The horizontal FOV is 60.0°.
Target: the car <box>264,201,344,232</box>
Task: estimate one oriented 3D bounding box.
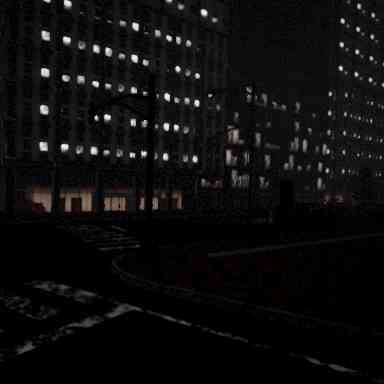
[{"bbox_3d":[7.605,1.593,22.410,5.009,1.841,2.192,1,2,-34],"label":"car"}]

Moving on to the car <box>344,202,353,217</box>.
[{"bbox_3d":[13.561,1.813,33.062,4.718,1.301,1.895,1,2,-34],"label":"car"}]

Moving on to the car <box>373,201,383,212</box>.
[{"bbox_3d":[26.529,1.900,44.937,4.206,1.307,1.802,1,2,-34],"label":"car"}]

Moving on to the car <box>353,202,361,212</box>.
[{"bbox_3d":[17.038,1.718,38.430,4.829,1.417,1.752,1,2,-34],"label":"car"}]

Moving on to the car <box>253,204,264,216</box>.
[{"bbox_3d":[7.825,1.623,32.119,4.403,1.369,2.008,1,2,-34],"label":"car"}]

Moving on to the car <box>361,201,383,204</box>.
[{"bbox_3d":[21.853,1.822,41.732,4.313,1.339,1.947,1,2,-34],"label":"car"}]

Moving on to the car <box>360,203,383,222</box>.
[{"bbox_3d":[16.951,1.945,28.824,4.507,1.381,1.887,1,2,-34],"label":"car"}]
